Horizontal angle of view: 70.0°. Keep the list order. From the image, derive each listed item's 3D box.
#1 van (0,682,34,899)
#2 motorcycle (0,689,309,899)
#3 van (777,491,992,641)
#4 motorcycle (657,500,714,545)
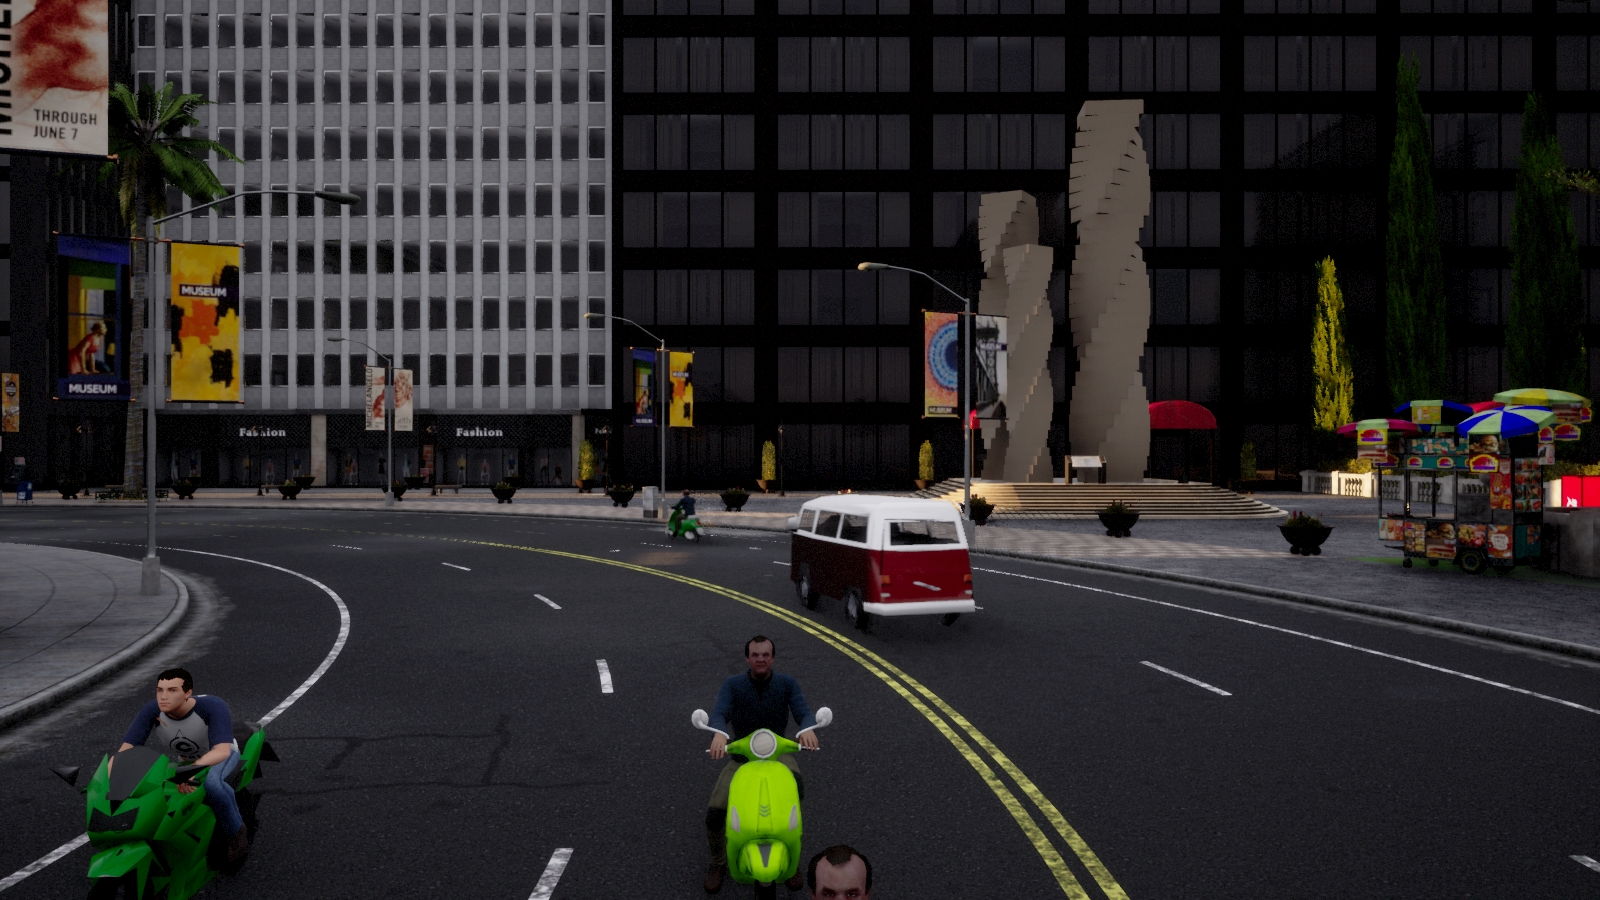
[{"bbox_3d":[-3.531,1.783,1.506,2.069,2.038,4.480,0,0,-1],"label":"van"},{"bbox_3d":[-3.697,2.213,6.785,0.803,1.145,2.033,0,0,-4],"label":"motorcycle"},{"bbox_3d":[1.247,1.783,19.190,2.069,2.038,4.480,0,0,-18],"label":"van"},{"bbox_3d":[-3.494,2.182,34.750,0.856,1.236,1.805,-1,0,-39],"label":"motorcycle"}]
